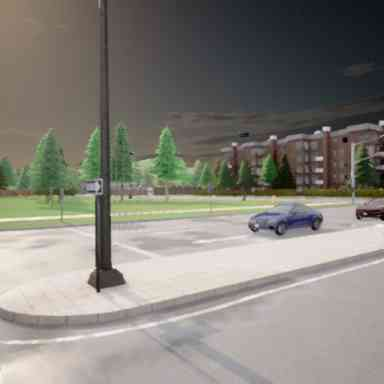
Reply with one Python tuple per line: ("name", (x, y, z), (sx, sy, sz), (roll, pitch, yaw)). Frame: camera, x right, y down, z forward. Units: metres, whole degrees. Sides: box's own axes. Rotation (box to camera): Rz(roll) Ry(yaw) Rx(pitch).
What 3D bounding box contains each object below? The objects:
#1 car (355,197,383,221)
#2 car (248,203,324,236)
("car", (13.443, 1.132, 23.355), (5.008, 1.535, 1.882), (-1, 1, -35))
("car", (5.004, 1.327, 17.363), (4.674, 1.442, 1.812), (-1, 1, -36))
